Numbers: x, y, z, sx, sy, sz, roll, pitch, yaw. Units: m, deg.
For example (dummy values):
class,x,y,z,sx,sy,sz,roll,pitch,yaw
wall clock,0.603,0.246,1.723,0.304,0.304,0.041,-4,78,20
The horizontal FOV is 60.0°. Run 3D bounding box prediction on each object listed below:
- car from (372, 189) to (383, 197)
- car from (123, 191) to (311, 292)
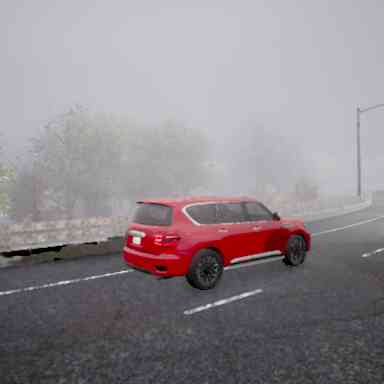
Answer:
class,x,y,z,sx,sy,sz,roll,pitch,yaw
car,37.068,0.069,65.336,1.882,1.535,5.008,-1,1,13
car,0.888,1.114,8.991,5.566,2.045,2.150,-1,1,-38
